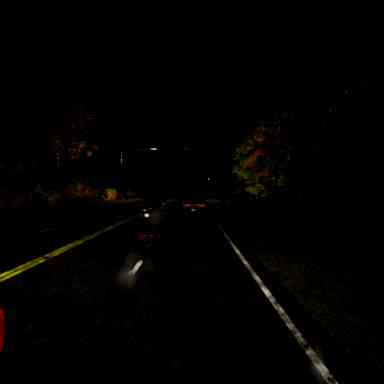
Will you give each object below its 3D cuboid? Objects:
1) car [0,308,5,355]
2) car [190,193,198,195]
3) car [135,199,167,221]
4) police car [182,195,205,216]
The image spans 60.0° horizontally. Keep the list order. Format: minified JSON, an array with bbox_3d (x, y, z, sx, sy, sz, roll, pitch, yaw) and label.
[{"bbox_3d":[-3.147,1.212,1.306,2.150,2.045,5.566,0,0,0],"label":"car"},{"bbox_3d":[0.424,0.944,60.205,2.033,1.649,4.856,-1,0,1],"label":"car"},{"bbox_3d":[-3.054,1.325,25.001,1.837,1.490,4.892,0,0,0],"label":"car"},{"bbox_3d":[0.130,1.292,30.048,2.038,1.542,4.974,0,1,0],"label":"police car"}]
